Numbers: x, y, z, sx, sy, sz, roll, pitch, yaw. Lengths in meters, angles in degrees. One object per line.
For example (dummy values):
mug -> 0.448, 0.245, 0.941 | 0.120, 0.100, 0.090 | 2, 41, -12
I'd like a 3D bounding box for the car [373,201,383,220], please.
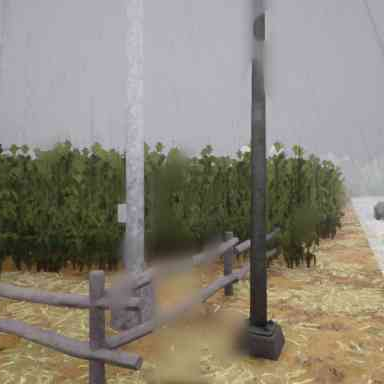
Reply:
car -> 16.102, 1.506, 27.344 | 1.837, 1.490, 4.892 | 0, 0, 25
